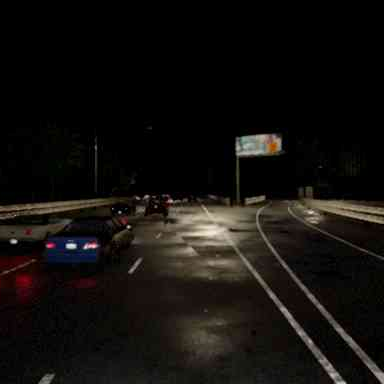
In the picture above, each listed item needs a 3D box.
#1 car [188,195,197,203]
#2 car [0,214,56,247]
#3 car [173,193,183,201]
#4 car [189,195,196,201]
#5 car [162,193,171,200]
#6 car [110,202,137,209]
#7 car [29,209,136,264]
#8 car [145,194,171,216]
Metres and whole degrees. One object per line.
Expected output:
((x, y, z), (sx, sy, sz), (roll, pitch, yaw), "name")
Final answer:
((0.053, 1.554, 71.242), (1.812, 1.442, 4.674), (0, 0, 0), "car")
((-6.889, 1.633, 15.108), (1.895, 1.301, 4.718), (0, 0, 0), "car")
((-3.440, 1.235, 81.792), (2.150, 2.045, 5.566), (0, 0, 0), "car")
((0.064, 1.538, 89.400), (1.812, 1.442, 4.674), (0, 0, 0), "car")
((-6.933, 1.200, 92.156), (2.097, 1.767, 4.553), (0, 0, 0), "car")
((-6.882, 1.660, 33.960), (1.895, 1.301, 4.718), (0, 0, 0), "car")
((-3.391, 1.573, 11.842), (2.033, 1.411, 5.357), (0, 0, 0), "car")
((-3.375, 1.410, 33.147), (2.097, 1.767, 4.553), (0, 0, 0), "car")
